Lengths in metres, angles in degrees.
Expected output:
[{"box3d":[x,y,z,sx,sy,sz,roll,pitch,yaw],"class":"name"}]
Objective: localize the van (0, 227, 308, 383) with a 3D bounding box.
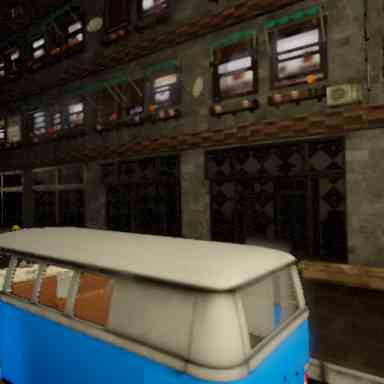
[{"box3d":[-0.849,1.345,3.500,3.998,1.788,1.690,0,-1,36],"class":"van"}]
